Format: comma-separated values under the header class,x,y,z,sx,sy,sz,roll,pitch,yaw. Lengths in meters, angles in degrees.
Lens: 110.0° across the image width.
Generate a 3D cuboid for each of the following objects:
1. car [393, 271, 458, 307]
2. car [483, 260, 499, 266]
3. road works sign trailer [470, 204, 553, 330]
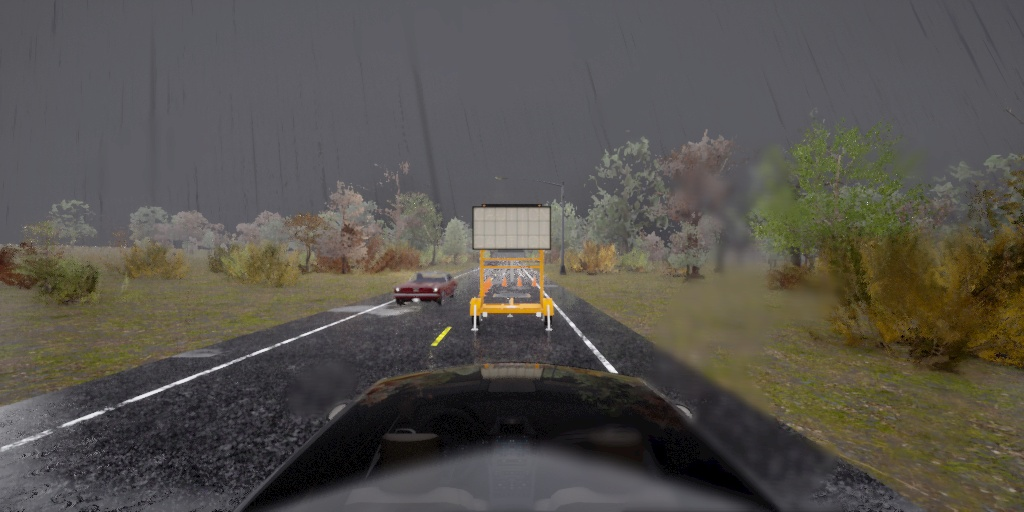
class,x,y,z,sx,sy,sz,roll,pitch,yaw
car,-3.604,1.350,15.706,1.895,1.301,4.718,0,0,0
car,-3.607,1.317,58.910,1.994,1.385,4.181,0,0,0
road works sign trailer,-0.003,0.214,11.055,2.380,3.560,2.880,0,0,0
